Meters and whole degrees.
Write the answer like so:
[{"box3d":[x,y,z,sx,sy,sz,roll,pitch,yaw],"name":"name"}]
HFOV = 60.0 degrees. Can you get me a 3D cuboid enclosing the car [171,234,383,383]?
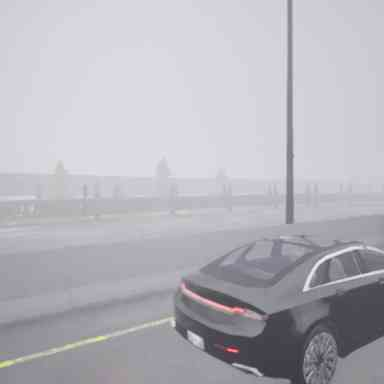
[{"box3d":[2.021,1.423,5.161,4.902,1.511,2.128,-1,1,-35],"name":"car"}]
